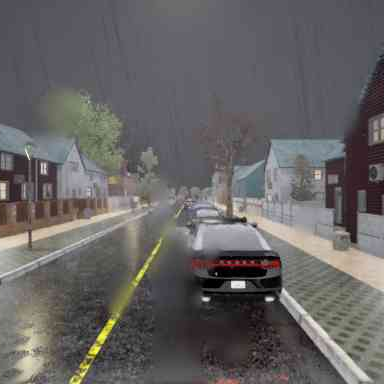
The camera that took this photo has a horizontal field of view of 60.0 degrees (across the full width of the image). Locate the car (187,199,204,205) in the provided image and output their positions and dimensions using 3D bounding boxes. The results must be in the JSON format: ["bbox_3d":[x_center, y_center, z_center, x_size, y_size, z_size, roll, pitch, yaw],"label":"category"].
[{"bbox_3d":[0.774,1.500,24.324,1.882,1.535,5.008,0,0,0],"label":"car"}]

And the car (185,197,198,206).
[{"bbox_3d":[-0.123,1.679,58.096,2.128,1.511,4.902,0,0,0],"label":"car"}]

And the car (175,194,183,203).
[{"bbox_3d":[-2.927,1.623,83.530,2.150,2.045,5.566,0,-1,0],"label":"car"}]

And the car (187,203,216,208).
[{"bbox_3d":[0.786,1.536,18.323,1.812,1.442,4.674,0,0,0],"label":"car"}]

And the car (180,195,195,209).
[{"bbox_3d":[-0.074,1.595,44.909,2.128,1.511,4.902,0,0,1],"label":"car"}]

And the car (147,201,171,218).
[{"bbox_3d":[-2.916,1.567,30.829,1.812,1.442,4.674,0,0,0],"label":"car"}]

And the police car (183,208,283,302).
[{"bbox_3d":[0.807,1.426,8.432,1.930,1.638,5.238,0,0,0],"label":"police car"}]
